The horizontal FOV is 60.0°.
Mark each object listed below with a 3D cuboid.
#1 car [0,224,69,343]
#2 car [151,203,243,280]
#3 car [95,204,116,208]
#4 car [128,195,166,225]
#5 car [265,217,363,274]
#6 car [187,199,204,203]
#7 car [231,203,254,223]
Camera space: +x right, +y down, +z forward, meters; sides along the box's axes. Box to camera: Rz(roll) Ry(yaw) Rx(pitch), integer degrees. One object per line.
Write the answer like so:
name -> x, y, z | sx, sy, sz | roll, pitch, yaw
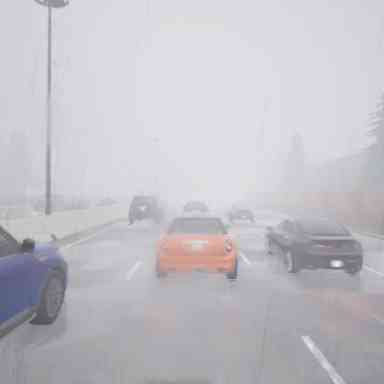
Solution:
car -> -3.442, 1.213, 3.939 | 2.150, 2.045, 5.566 | 0, 0, 1
car -> 0.146, 1.381, 10.270 | 2.097, 1.767, 4.553 | 0, 0, 1
car -> -10.298, 1.548, 40.424 | 1.837, 1.490, 4.892 | 0, 0, 1
car -> -3.246, 1.266, 24.661 | 2.150, 2.045, 5.566 | 0, 0, 1
car -> 3.650, 1.557, 10.735 | 1.837, 1.490, 4.892 | 0, 0, 1
car -> 0.258, 1.422, 25.352 | 2.097, 1.767, 4.553 | 0, 0, 1
car -> 3.764, 1.621, 26.537 | 1.812, 1.442, 4.674 | 0, 0, 0
